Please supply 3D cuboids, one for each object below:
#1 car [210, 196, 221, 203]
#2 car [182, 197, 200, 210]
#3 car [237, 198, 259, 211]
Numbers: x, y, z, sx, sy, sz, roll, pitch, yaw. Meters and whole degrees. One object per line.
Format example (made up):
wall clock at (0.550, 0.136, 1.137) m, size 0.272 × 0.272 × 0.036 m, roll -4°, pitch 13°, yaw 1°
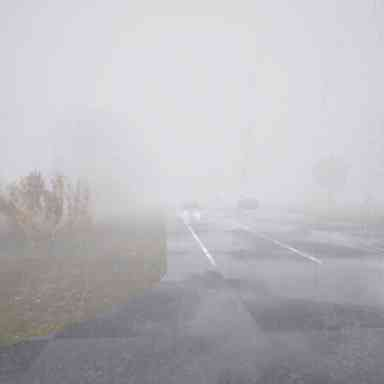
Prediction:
car at (4.827, 1.506, 68.767) m, size 1.837 × 1.490 × 4.892 m, roll 0°, pitch 0°, yaw -5°
car at (-0.117, 1.625, 42.466) m, size 1.895 × 1.301 × 4.718 m, roll 0°, pitch 0°, yaw -5°
car at (6.996, 1.506, 41.767) m, size 2.128 × 1.511 × 4.902 m, roll 0°, pitch 0°, yaw -5°
